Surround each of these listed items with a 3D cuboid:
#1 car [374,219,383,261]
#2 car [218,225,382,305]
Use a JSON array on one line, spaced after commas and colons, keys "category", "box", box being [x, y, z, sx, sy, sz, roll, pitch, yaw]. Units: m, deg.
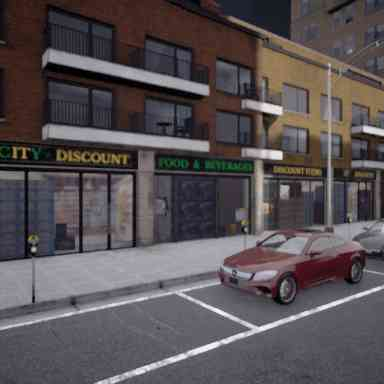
[{"category": "car", "box": [7.051, 1.542, 11.202, 4.403, 1.369, 2.008, 0, 0, -35]}, {"category": "car", "box": [2.554, 1.577, 8.002, 4.206, 1.307, 1.802, 0, 0, -35]}]
